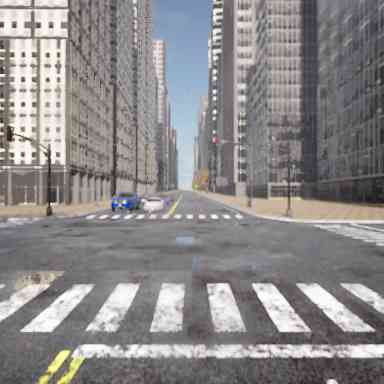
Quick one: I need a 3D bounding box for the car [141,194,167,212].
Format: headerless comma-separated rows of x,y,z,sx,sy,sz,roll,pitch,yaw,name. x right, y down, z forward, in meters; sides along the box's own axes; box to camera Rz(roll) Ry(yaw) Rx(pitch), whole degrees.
-3.859,1.283,34.375,1.812,1.442,4.674,0,1,-2,car

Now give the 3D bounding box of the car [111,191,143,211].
-7.135,0.966,36.055,2.150,2.045,5.566,0,0,2,car

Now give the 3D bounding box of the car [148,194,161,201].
-7.615,1.048,67.901,2.033,1.411,5.357,0,0,-1,car

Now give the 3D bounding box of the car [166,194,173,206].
-4.062,1.029,45.495,2.097,1.767,4.553,0,0,-1,car

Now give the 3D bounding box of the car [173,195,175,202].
-4.308,1.081,64.129,2.033,1.411,5.357,0,0,-1,car
